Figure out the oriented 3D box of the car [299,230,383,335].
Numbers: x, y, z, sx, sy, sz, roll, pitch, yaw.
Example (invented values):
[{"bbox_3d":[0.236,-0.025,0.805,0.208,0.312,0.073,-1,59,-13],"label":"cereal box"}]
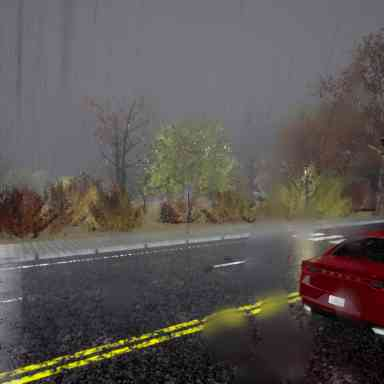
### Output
[{"bbox_3d":[4.180,1.480,6.415,5.008,1.535,1.882,0,0,-35],"label":"car"}]
